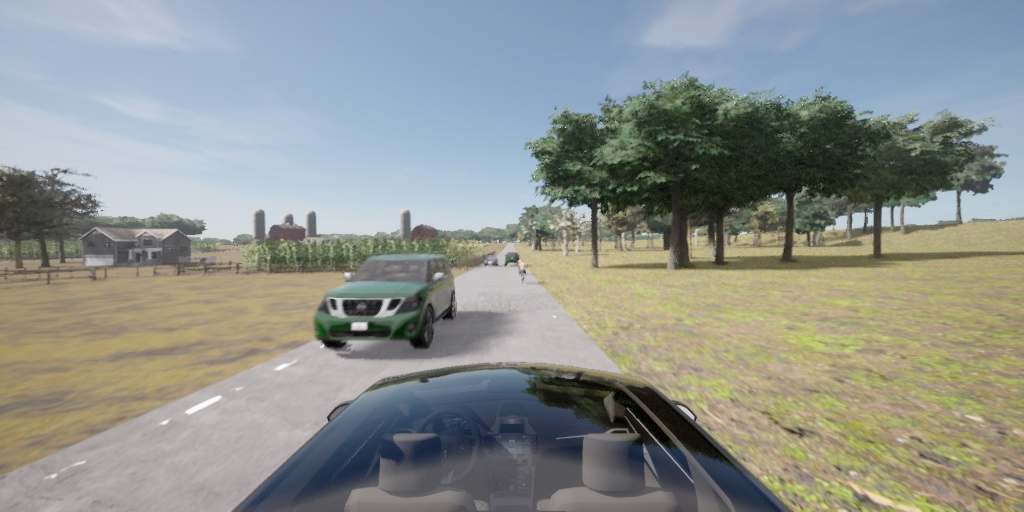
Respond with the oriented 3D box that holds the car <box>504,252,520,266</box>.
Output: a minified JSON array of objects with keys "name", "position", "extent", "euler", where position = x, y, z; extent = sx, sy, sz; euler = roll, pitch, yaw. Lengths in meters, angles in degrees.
[{"name":"car","position":[0.046,0.384,54.108],"extent":[2.150,2.045,5.566],"euler":[0,1,1]}]

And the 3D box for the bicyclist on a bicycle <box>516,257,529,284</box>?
[{"name":"bicyclist on a bicycle","position":[0.724,1.028,24.152],"extent":[0.866,1.612,1.509],"euler":[0,1,0]}]

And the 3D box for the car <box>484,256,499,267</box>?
[{"name":"car","position":[-2.838,0.721,49.937],"extent":[2.128,1.511,4.902],"euler":[0,1,0]}]

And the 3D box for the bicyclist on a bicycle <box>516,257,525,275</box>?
[{"name":"bicyclist on a bicycle","position":[0.772,0.907,32.888],"extent":[0.866,1.612,1.509],"euler":[0,1,0]}]

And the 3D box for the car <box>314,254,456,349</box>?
[{"name":"car","position":[-2.854,0.951,9.465],"extent":[2.150,2.045,5.566],"euler":[0,0,0]}]
